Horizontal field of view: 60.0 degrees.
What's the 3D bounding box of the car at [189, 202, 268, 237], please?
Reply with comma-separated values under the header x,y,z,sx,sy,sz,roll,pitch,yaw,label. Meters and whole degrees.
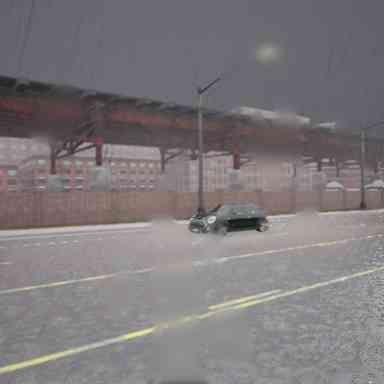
x,y,z,sx,sy,sz,roll,pitch,yaw,label
2.055,1.387,18.348,4.553,1.767,2.097,0,0,-35,car
